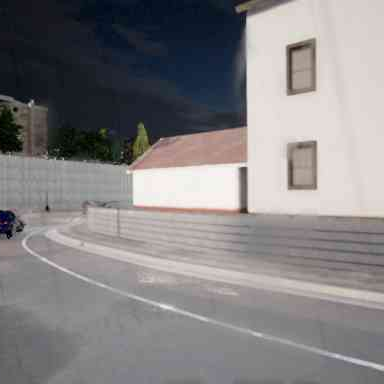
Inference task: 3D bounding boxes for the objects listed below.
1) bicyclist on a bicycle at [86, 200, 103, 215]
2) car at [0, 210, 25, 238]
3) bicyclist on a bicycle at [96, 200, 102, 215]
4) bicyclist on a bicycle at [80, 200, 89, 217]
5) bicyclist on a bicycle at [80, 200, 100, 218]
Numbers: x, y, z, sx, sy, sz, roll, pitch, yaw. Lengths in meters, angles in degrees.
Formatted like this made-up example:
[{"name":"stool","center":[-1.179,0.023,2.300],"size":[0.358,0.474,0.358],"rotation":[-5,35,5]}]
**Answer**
[{"name":"bicyclist on a bicycle","center":[-10.393,1.659,35.577],"size":[1.656,1.620,0.582],"rotation":[-1,0,3]},{"name":"car","center":[-10.844,1.752,18.760],"size":[1.812,1.442,4.674],"rotation":[-1,0,-18]},{"name":"bicyclist on a bicycle","center":[-10.238,1.665,36.412],"size":[0.582,1.620,1.656],"rotation":[0,-1,-18]},{"name":"bicyclist on a bicycle","center":[-11.136,1.718,34.518],"size":[0.582,1.620,1.656],"rotation":[-5,-5,-24]},{"name":"bicyclist on a bicycle","center":[-9.733,1.618,31.070],"size":[1.656,1.620,0.582],"rotation":[0,0,-44]}]
